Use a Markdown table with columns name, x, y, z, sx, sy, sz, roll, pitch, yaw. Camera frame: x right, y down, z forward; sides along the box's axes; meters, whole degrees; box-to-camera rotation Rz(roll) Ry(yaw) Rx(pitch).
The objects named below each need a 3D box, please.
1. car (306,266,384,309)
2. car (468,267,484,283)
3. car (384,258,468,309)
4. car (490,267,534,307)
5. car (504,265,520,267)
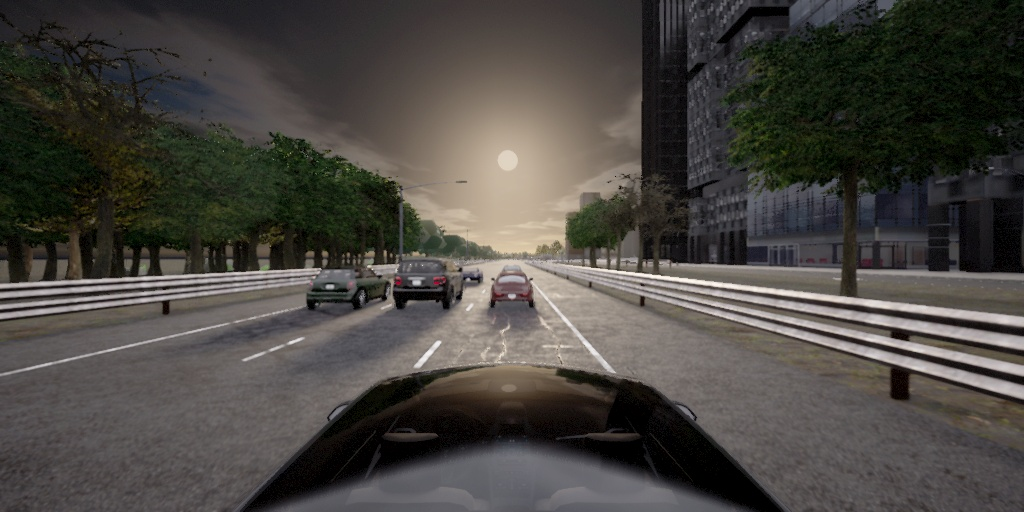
| name | x | y | z | sx | sy | sz | roll | pitch | yaw |
| --- | --- | --- | --- | --- | --- | --- | --- | --- | --- |
| car | -6.997 | 1.231 | 15.920 | 2.097 | 1.767 | 4.553 | 0 | -1 | 0 |
| car | -3.495 | 1.615 | 30.948 | 1.895 | 1.301 | 4.718 | 0 | 0 | 0 |
| car | -3.498 | 1.097 | 15.861 | 2.150 | 2.045 | 5.566 | 0 | 0 | 0 |
| car | 0.006 | 1.409 | 16.220 | 1.812 | 1.442 | 4.674 | 0 | 0 | 0 |
| car | 0.009 | 1.495 | 31.316 | 1.882 | 1.535 | 5.008 | 0 | 0 | 0 |
